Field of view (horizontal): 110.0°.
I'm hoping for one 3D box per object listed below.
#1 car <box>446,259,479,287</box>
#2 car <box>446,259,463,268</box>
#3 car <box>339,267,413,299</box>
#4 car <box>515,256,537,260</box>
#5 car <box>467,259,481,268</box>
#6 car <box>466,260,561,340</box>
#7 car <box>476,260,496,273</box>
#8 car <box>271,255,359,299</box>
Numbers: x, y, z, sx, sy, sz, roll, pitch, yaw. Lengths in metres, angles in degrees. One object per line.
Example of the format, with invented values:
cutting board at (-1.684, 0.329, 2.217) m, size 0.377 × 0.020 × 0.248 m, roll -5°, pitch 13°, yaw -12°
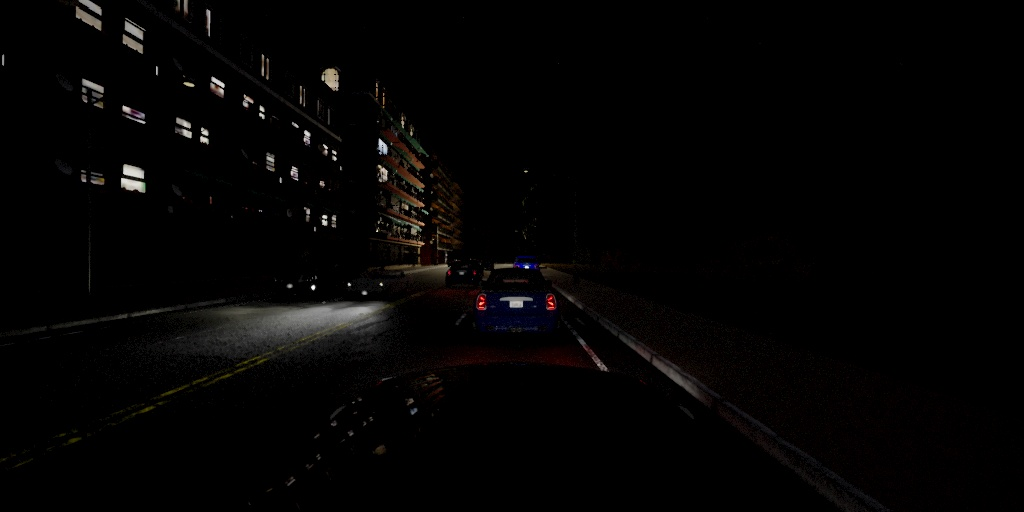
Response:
car at (-3.139, 1.106, 24.571) m, size 2.097 × 1.767 × 4.553 m, roll 0°, pitch 0°, yaw 0°
car at (-9.790, 1.299, 61.721) m, size 2.033 × 1.411 × 5.357 m, roll 0°, pitch 0°, yaw 0°
car at (-6.590, 1.353, 18.246) m, size 1.895 × 1.301 × 4.718 m, roll 0°, pitch 0°, yaw 0°
car at (1.151, 0.979, 30.130) m, size 2.150 × 2.045 × 5.566 m, roll 0°, pitch 0°, yaw 0°
car at (-6.543, 1.259, 61.789) m, size 1.837 × 1.490 × 4.892 m, roll 0°, pitch -1°, yaw 0°
car at (0.103, 1.103, 10.177) m, size 2.097 × 1.767 × 4.553 m, roll 0°, pitch 0°, yaw 0°
car at (-3.129, 1.244, 44.354) m, size 2.128 × 1.511 × 4.902 m, roll 0°, pitch 0°, yaw 0°
car at (-9.843, 0.974, 18.645) m, size 2.150 × 2.045 × 5.566 m, roll 0°, pitch 0°, yaw 0°
